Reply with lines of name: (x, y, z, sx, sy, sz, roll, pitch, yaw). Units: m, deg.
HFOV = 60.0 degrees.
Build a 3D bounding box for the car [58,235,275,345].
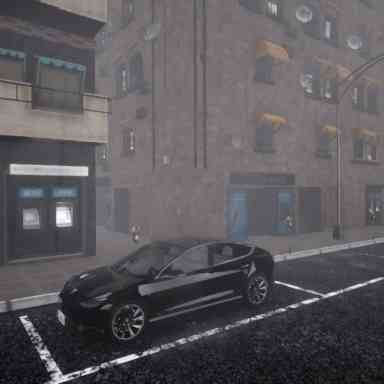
car: (-0.243, 1.565, 6.402, 4.313, 1.339, 1.947, 0, 0, -36)
